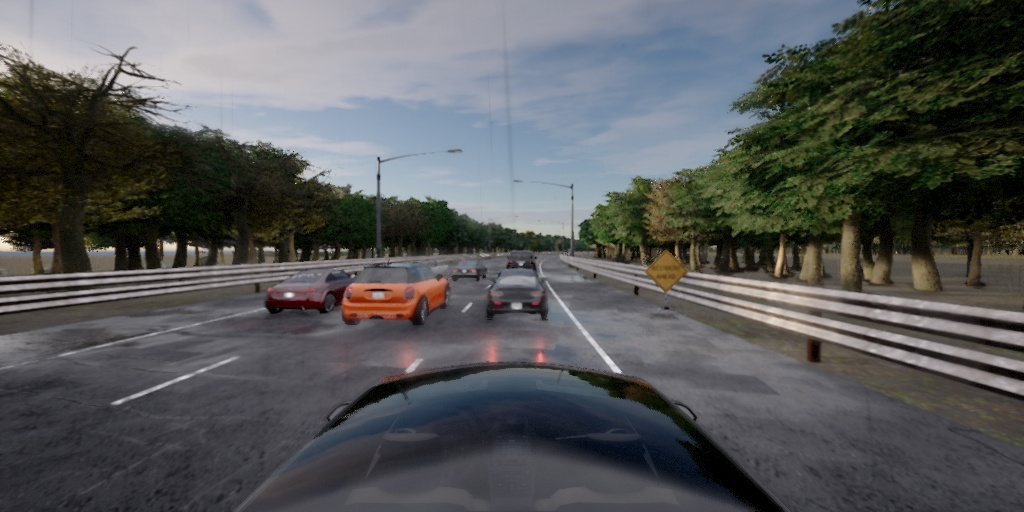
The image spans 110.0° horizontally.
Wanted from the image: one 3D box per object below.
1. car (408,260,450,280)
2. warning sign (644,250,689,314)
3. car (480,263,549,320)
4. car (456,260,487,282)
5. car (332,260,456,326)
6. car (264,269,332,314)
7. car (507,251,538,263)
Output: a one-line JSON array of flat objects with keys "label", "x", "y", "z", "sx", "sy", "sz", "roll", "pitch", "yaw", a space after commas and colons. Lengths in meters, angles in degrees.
[{"label": "car", "x": -6.247, "y": 0.993, "z": 27.537, "sx": 1.895, "sy": 1.301, "sz": 4.718, "roll": 0, "pitch": 1, "yaw": 3}, {"label": "warning sign", "x": 4.648, "y": 0.743, "z": 10.863, "sx": 1.300, "sy": 1.860, "sz": 1.060, "roll": 0, "pitch": 0, "yaw": 1}, {"label": "car", "x": 0.200, "y": 1.136, "z": 11.893, "sx": 1.812, "sy": 1.442, "sz": 4.674, "roll": 0, "pitch": 1, "yaw": 2}, {"label": "car", "x": -2.876, "y": 0.974, "z": 25.142, "sx": 2.033, "sy": 1.411, "sz": 5.357, "roll": 0, "pitch": 1, "yaw": 3}, {"label": "car", "x": -3.321, "y": 0.971, "z": 11.205, "sx": 2.097, "sy": 1.767, "sz": 4.553, "roll": 0, "pitch": 1, "yaw": 2}, {"label": "car", "x": -6.767, "y": 1.153, "z": 13.010, "sx": 1.994, "sy": 1.385, "sz": 4.181, "roll": 0, "pitch": 0, "yaw": 2}, {"label": "car", "x": 0.769, "y": 0.618, "z": 27.675, "sx": 2.150, "sy": 2.045, "sz": 5.566, "roll": 0, "pitch": 1, "yaw": 3}]
